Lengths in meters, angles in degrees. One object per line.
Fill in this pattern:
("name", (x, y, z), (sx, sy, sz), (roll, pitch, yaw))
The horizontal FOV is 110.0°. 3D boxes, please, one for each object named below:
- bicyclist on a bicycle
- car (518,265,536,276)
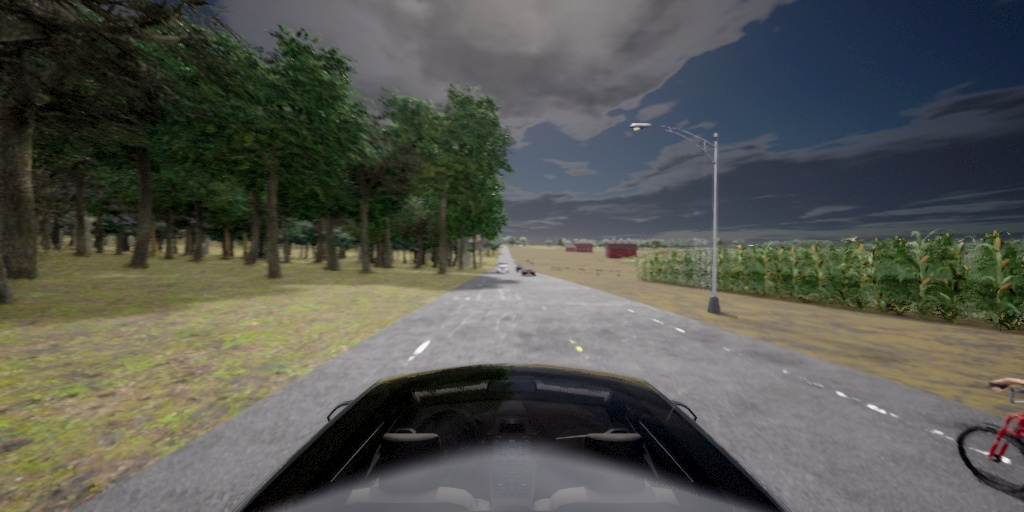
("bicyclist on a bicycle", (4.388, 1.285, 2.767), (0.866, 1.612, 1.509), (1, -1, -2))
("car", (2.271, 2.172, 51.635), (1.895, 1.301, 4.718), (1, -1, -1))
